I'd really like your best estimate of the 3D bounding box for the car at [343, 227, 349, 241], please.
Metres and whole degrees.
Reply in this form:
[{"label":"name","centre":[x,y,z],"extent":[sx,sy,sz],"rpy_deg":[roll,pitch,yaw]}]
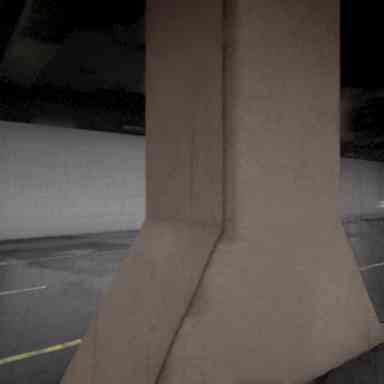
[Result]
[{"label":"car","centre":[2.829,1.353,10.310],"extent":[4.553,1.767,2.097],"rpy_deg":[0,0,-36]}]
